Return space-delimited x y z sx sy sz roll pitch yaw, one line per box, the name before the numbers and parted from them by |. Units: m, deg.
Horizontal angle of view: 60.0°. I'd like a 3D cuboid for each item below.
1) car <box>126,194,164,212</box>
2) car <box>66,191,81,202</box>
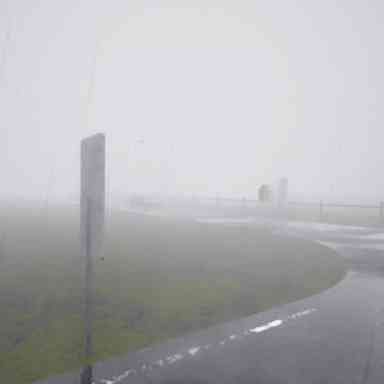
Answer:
car | -4.474 0.955 31.291 1.882 1.535 5.008 0 1 -36
car | -17.308 0.616 49.374 1.837 1.490 4.892 0 0 -35
